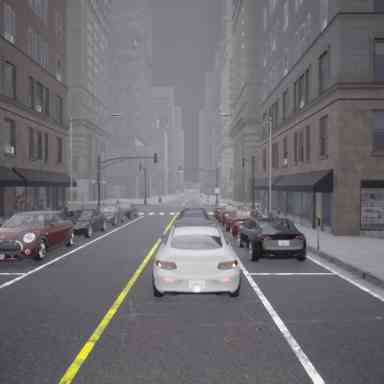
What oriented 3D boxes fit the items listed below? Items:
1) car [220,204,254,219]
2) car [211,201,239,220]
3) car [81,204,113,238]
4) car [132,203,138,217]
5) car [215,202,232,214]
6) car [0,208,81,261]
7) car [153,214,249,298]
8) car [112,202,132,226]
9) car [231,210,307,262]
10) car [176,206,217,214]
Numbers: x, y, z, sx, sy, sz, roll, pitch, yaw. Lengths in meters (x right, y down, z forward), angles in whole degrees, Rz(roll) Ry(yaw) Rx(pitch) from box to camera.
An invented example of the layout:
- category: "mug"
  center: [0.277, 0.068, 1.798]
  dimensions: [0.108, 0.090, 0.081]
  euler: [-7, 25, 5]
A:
- category: "car"
  center: [2.747, 1.542, 17.517]
  dimensions: [1.887, 1.381, 4.507]
  euler: [-1, 0, 0]
- category: "car"
  center: [2.743, 1.542, 28.528]
  dimensions: [1.887, 1.381, 4.507]
  euler: [-1, 0, 0]
- category: "car"
  center: [-5.778, 1.563, 17.515]
  dimensions: [1.947, 1.339, 4.313]
  euler: [-1, 0, 0]
- category: "car"
  center: [-5.782, 1.542, 28.526]
  dimensions: [1.887, 1.381, 4.507]
  euler: [-1, 0, 0]
- category: "car"
  center: [2.745, 1.542, 23.023]
  dimensions: [1.887, 1.381, 4.507]
  euler: [-1, 0, 0]
- category: "car"
  center: [-5.778, 1.438, 12.010]
  dimensions: [1.967, 1.590, 4.097]
  euler: [-1, 0, 0]
- category: "car"
  center: [0.098, 1.524, 8.417]
  dimensions: [1.812, 1.442, 4.674]
  euler: [0, 0, 0]
- category: "car"
  center: [-5.780, 1.548, 23.020]
  dimensions: [2.008, 1.369, 4.403]
  euler: [-1, 0, 0]
- category: "car"
  center: [2.748, 1.564, 12.012]
  dimensions: [1.947, 1.339, 4.313]
  euler: [-1, 0, 0]
- category: "car"
  center: [0.092, 1.562, 17.932]
  dimensions: [1.994, 1.385, 4.181]
  euler: [0, 0, 0]
